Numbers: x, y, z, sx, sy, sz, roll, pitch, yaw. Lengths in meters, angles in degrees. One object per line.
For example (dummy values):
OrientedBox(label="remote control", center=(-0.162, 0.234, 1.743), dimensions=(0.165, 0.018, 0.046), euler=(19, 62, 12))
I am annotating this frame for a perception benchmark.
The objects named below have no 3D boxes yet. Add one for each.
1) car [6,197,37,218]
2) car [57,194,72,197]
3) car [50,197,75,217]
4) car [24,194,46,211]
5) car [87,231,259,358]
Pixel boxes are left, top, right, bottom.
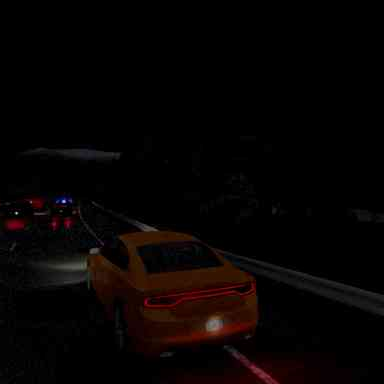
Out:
OrientedBox(label="car", center=(-15.410, 1.505, 29.933), dimensions=(1.837, 1.490, 4.892), euler=(0, 0, -20))
OrientedBox(label="car", center=(-15.794, 1.221, 41.317), dimensions=(2.150, 2.045, 5.566), euler=(0, 0, -19))
OrientedBox(label="car", center=(-12.280, 1.492, 31.441), dimensions=(2.128, 1.511, 4.902), euler=(0, 0, -19))
OrientedBox(label="car", center=(-18.916, 1.221, 39.805), dimensions=(2.150, 2.045, 5.566), euler=(0, 0, -19))
OrientedBox(label="car", center=(-0.780, 1.478, 6.321), dimensions=(1.882, 1.535, 5.008), euler=(0, 0, -25))
